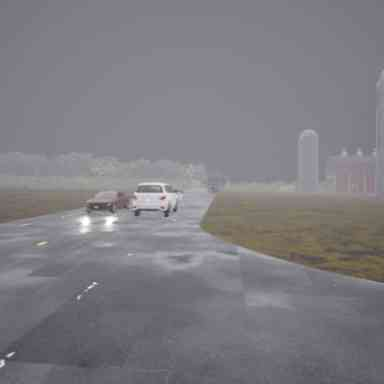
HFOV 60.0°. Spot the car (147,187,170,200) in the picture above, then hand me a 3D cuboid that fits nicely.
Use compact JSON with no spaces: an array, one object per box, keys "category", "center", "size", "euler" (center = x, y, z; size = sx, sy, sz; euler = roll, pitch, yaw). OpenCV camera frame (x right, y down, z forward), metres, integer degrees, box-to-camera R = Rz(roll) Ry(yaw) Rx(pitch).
[{"category":"car","center":[-4.070,0.102,40.943],"size":[1.837,1.490,4.892],"euler":[0,2,6]}]

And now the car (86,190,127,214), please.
[{"category":"car","center":[-5.807,0.616,23.534],"size":[1.882,1.535,5.008],"euler":[0,2,6]}]

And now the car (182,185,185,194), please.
[{"category":"car","center":[-2.293,-0.478,57.868],"size":[1.837,1.490,4.892],"euler":[0,2,6]}]

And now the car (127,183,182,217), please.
[{"category":"car","center":[-2.257,0.423,21.827],"size":[2.150,2.045,5.566],"euler":[0,2,6]}]
